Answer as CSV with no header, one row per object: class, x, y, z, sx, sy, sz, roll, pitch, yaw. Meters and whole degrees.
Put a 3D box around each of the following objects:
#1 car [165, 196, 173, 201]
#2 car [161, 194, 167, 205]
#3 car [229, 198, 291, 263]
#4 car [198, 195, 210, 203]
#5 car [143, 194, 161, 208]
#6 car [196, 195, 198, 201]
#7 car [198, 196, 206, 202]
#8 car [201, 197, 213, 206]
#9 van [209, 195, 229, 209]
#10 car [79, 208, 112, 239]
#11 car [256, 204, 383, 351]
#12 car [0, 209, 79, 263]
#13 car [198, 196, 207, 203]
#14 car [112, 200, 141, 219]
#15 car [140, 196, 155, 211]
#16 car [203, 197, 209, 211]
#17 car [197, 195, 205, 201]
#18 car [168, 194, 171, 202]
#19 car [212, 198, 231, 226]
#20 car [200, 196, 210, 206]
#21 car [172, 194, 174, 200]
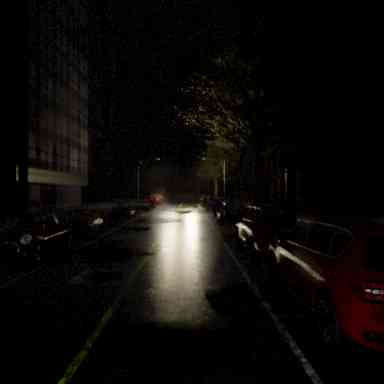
car,-6.256,1.661,90.657,1.947,1.339,4.313,0,0,0
car,-6.034,1.338,56.826,2.192,1.841,5.009,0,0,0
car,2.789,1.303,11.758,2.192,1.841,5.009,0,0,0
car,2.528,1.314,51.235,2.192,1.841,5.009,0,0,0
car,-5.960,1.319,45.548,2.192,1.841,5.009,0,0,0
car,2.418,1.593,68.152,1.947,1.339,4.313,0,0,0
car,2.344,1.633,79.431,1.802,1.307,4.206,0,0,0
car,2.492,1.553,56.874,1.887,1.381,4.507,0,0,0
van,2.678,1.322,28.677,1.690,1.788,3.998,0,0,0
car,-5.773,1.545,17.355,1.887,1.381,4.507,0,0,0
car,2.825,1.305,6.120,2.192,1.841,5.009,0,0,0
car,-5.737,1.442,11.717,1.967,1.590,4.097,0,0,0
car,2.379,1.564,73.963,1.752,1.417,4.829,0,0,0
car,-5.847,1.578,28.634,1.802,1.307,4.206,0,0,0
car,-5.921,1.522,39.740,1.752,1.417,4.829,0,0,0
car,2.603,1.564,39.956,1.802,1.307,4.206,0,0,0
car,2.306,1.505,85.072,1.967,1.590,4.097,0,0,0
car,-6.108,1.357,68.103,2.192,1.841,5.009,0,0,0
car,2.715,1.423,23.038,1.967,1.590,4.097,0,0,0
car,2.566,1.555,45.594,1.947,1.339,4.313,0,0,0
car,-6.219,1.645,85.020,1.947,1.339,4.313,0,0,0
